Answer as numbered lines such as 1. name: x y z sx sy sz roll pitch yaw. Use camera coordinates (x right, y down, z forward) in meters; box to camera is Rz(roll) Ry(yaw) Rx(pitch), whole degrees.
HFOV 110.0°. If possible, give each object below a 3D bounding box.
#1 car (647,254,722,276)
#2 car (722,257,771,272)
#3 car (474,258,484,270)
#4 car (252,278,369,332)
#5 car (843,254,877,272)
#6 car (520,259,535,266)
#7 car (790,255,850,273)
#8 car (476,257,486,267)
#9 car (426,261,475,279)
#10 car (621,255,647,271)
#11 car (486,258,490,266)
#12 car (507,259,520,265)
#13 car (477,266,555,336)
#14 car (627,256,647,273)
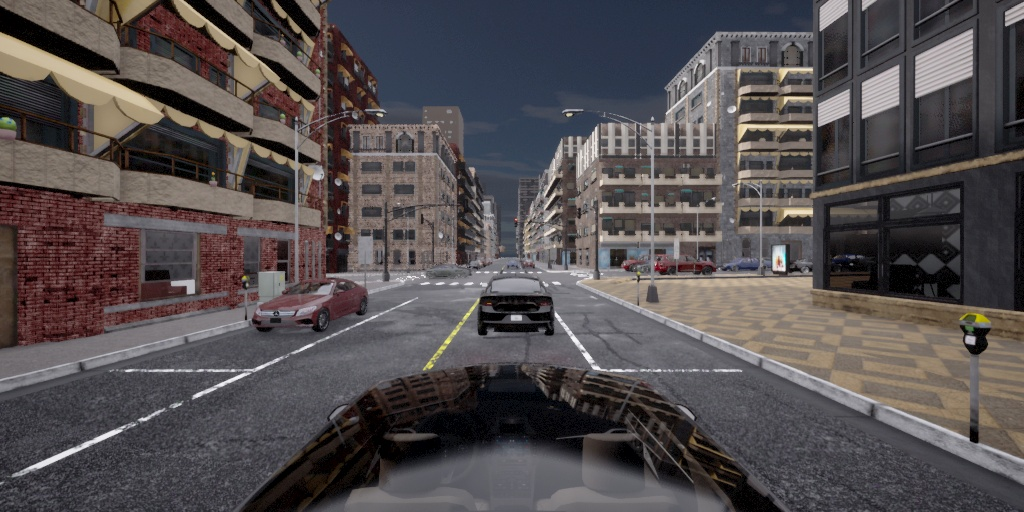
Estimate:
1. car: 14.710 0.778 30.785 5.009 1.841 2.192 0 0 0
2. car: 23.841 0.829 36.654 5.357 1.411 2.033 -1 0 -1
3. car: -5.689 1.330 52.829 1.948 1.339 4.313 0 0 0
4. car: -5.742 1.332 10.806 1.802 1.307 4.207 0 0 0
5. car: 31.351 0.717 30.930 4.313 1.339 1.948 0 0 0
6. car: 2.691 1.207 58.513 1.967 1.591 4.097 0 0 0
7. car: 25.803 0.822 30.881 4.313 1.339 1.948 0 0 0
8. car: -5.690 1.293 58.342 1.751 1.417 4.829 0 0 0
9. car: -5.826 1.402 33.196 4.181 1.385 1.994 -1 0 0
10. car: 14.575 0.764 39.164 5.009 1.841 2.192 0 0 0
11. car: -5.689 1.086 64.194 2.192 1.841 5.009 0 0 0
12. car: 0.097 1.318 62.391 2.033 1.411 5.357 0 0 0
13. car: 0.099 1.227 10.465 1.882 1.535 5.008 0 0 0
14. car: 14.446 1.021 36.572 4.181 1.385 1.994 -1 0 -1
